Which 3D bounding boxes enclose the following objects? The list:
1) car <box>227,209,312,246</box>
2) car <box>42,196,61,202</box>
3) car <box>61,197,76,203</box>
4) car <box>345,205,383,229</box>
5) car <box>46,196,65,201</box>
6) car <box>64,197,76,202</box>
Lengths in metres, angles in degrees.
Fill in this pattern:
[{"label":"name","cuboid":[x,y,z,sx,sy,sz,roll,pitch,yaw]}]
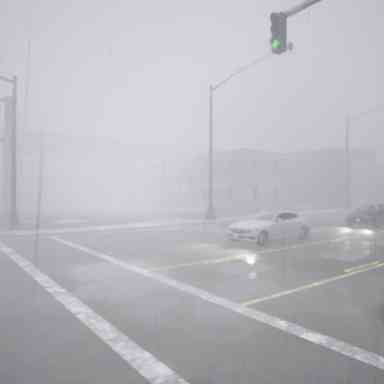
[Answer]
[{"label":"car","cuboid":[3.717,1.551,15.512,4.674,1.442,1.812,0,0,-37]},{"label":"car","cuboid":[-34.895,1.924,84.901,4.974,1.542,2.038,0,0,23]},{"label":"car","cuboid":[-31.166,1.938,85.052,2.038,1.542,4.974,0,0,-7]},{"label":"car","cuboid":[11.703,1.514,21.459,4.181,1.385,1.994,-1,0,-37]},{"label":"car","cuboid":[-34.942,1.766,84.923,4.536,1.218,1.853,0,0,23]},{"label":"car","cuboid":[-31.172,1.781,85.105,1.853,1.218,4.536,0,0,-7]}]
